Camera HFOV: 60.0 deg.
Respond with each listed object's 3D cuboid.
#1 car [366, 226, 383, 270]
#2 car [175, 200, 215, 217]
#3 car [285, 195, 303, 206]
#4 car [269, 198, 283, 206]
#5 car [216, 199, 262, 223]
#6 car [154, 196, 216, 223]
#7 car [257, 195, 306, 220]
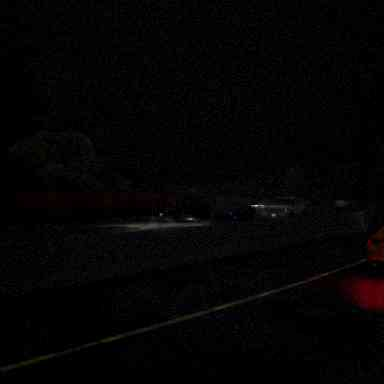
[{"bbox_3d":[7.123,1.553,10.329,5.008,1.535,1.882,0,0,-44],"label":"car"},{"bbox_3d":[0.390,1.690,35.280,1.882,1.535,5.008,0,0,32],"label":"car"},{"bbox_3d":[20.369,1.617,66.386,2.150,2.045,5.566,0,0,3],"label":"car"},{"bbox_3d":[16.874,1.944,66.785,1.994,1.385,4.181,0,0,3],"label":"car"},{"bbox_3d":[3.652,1.651,27.750,1.882,1.535,5.008,0,0,36],"label":"car"},{"bbox_3d":[-0.651,1.387,27.824,2.150,2.045,5.566,0,0,39],"label":"car"},{"bbox_3d":[7.716,1.400,27.362,2.150,2.045,5.566,0,0,35],"label":"car"}]
